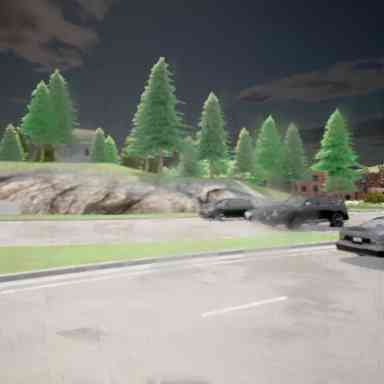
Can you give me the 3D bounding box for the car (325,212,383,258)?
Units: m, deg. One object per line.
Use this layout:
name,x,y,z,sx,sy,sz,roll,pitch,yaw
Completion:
car,7.408,1.519,11.384,5.357,1.411,2.033,0,0,-25

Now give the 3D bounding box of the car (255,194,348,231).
car,6.947,1.168,20.299,5.566,2.045,2.150,0,0,-23

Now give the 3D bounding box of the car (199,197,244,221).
car,2.828,1.279,26.172,4.553,1.767,2.097,0,0,-23

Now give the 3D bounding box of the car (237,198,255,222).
car,6.068,1.427,23.732,4.902,1.511,2.128,0,0,-23
